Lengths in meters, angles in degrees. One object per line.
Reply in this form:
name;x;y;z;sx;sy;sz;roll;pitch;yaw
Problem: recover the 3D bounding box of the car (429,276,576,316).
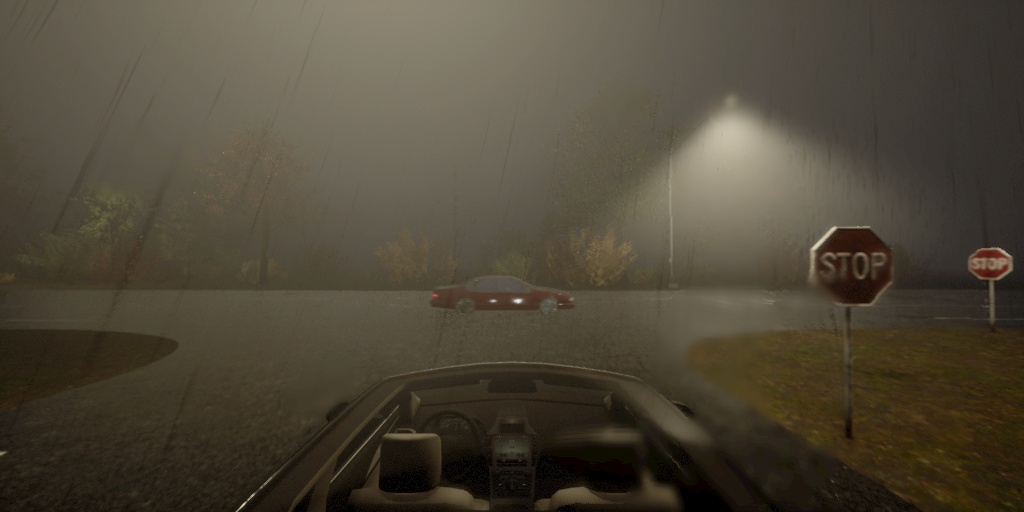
car;-0.364;1.461;13.683;5.357;1.411;2.033;0;-1;-1
